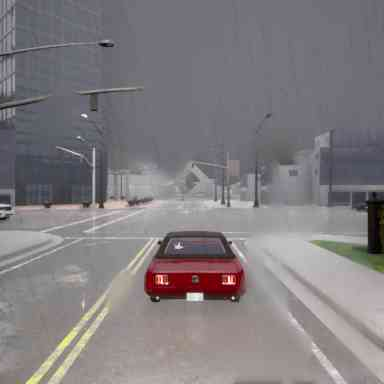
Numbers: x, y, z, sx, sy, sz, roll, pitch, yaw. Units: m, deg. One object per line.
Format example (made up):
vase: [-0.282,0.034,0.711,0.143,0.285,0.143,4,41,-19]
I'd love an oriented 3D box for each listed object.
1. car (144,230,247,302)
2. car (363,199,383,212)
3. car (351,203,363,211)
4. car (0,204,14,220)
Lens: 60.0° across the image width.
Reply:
car: [0.072,1.601,8.208,1.895,1.301,4.718,0,0,0]
car: [20.968,1.496,34.117,5.357,1.411,2.033,0,0,-1]
car: [20.984,1.498,37.627,5.357,1.411,2.033,0,0,-1]
car: [-17.335,1.339,26.611,5.566,2.045,2.150,-1,0,0]
